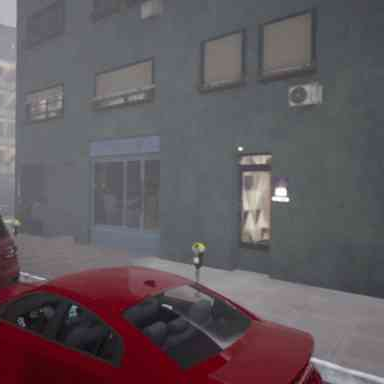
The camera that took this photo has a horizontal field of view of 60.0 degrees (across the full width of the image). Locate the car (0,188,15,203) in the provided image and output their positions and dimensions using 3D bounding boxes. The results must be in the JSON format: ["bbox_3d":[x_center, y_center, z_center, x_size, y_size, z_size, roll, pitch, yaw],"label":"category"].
[{"bbox_3d":[-18.311,0.594,31.987,2.192,1.841,5.009,2,2,35],"label":"car"}]

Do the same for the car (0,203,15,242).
[{"bbox_3d":[-5.506,1.205,6.792,5.009,1.841,2.192,1,1,36],"label":"car"}]

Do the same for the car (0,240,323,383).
[{"bbox_3d":[-1.007,1.508,3.586,4.507,1.381,1.887,1,1,35],"label":"car"}]
